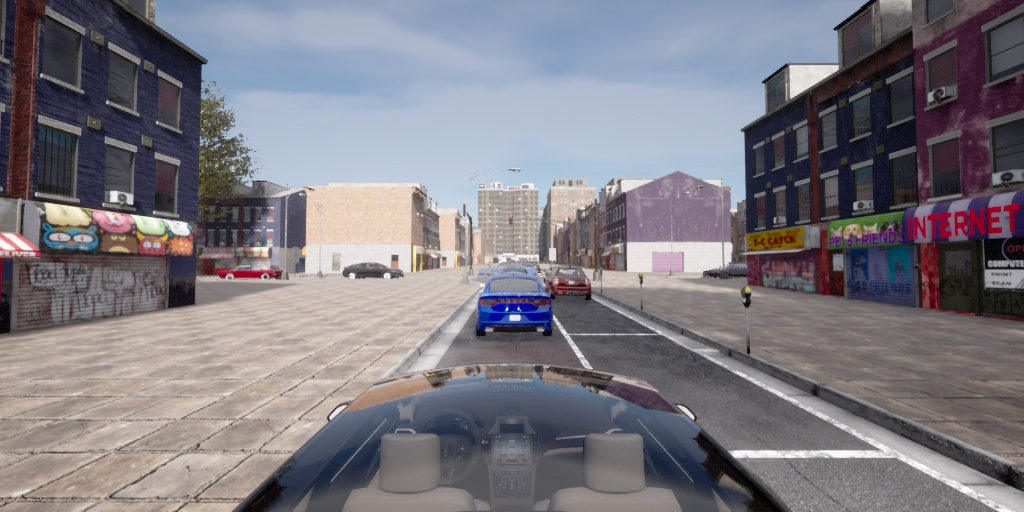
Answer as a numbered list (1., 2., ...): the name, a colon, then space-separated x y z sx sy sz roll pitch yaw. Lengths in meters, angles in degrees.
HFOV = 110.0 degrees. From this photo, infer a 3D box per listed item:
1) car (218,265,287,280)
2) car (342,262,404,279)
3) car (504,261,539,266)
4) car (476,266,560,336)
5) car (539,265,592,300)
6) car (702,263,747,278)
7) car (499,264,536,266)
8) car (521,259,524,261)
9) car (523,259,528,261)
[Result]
1. car: -21.517 1.438 29.947 4.718 1.301 1.895 -1 -2 0
2. car: -11.519 1.272 29.903 4.892 1.490 1.837 0 -2 2
3. car: -0.420 1.368 32.764 5.357 1.411 2.033 0 -2 0
4. car: 0.036 1.234 10.492 1.882 1.535 5.008 0 0 -1
5. car: 2.629 1.207 17.850 1.967 1.591 4.097 0 0 0
6. car: 20.390 1.361 32.651 5.357 1.411 2.033 0 -2 0
7. car: 0.092 1.293 18.049 1.812 1.442 4.674 0 0 0
8. car: 2.615 1.454 50.030 1.948 1.339 4.313 0 0 0
9. car: 2.617 1.422 44.594 1.948 1.339 4.313 0 0 0
